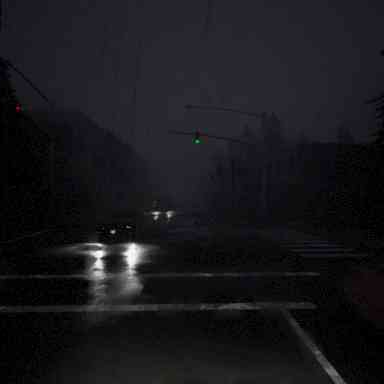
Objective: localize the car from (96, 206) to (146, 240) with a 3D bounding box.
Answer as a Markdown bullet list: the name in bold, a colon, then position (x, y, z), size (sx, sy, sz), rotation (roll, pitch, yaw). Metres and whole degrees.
- **car**: position (-3.529, 1.525, 17.254), size (1.837, 1.490, 4.892), rotation (0, 0, 0)

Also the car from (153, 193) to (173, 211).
- **car**: position (-3.569, 1.202, 42.074), size (2.150, 2.045, 5.566), rotation (0, 0, 0)
